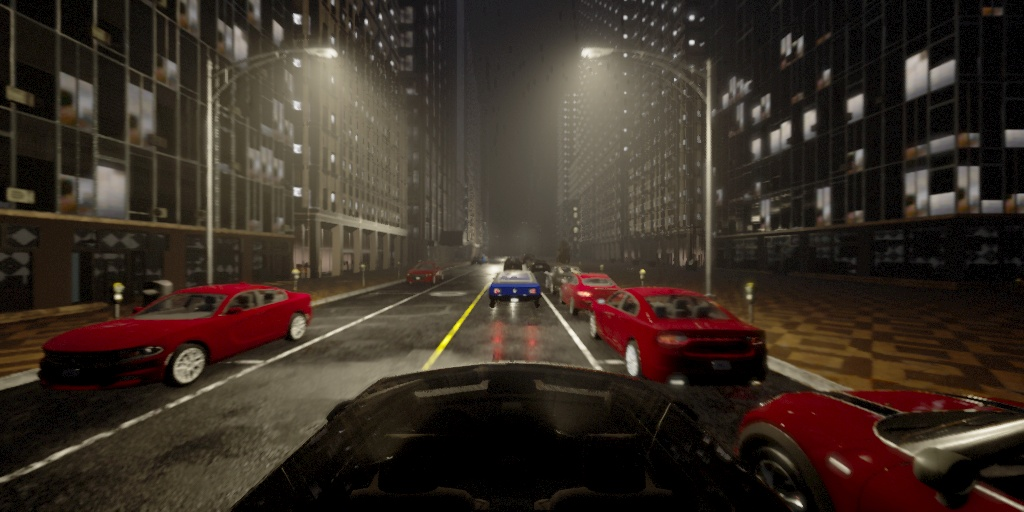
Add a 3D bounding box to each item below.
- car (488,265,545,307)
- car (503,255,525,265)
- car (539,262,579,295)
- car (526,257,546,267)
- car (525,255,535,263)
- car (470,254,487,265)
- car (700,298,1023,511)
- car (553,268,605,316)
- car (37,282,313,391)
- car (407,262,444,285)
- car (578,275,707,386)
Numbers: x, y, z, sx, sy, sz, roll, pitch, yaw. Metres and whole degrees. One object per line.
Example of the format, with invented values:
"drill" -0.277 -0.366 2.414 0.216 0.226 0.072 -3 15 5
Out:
"car" 0.097 1.227 14.656 1.895 1.301 4.718 0 1 0
"car" 0.094 0.885 37.859 1.882 1.535 5.008 0 1 0
"car" 2.688 1.142 18.226 2.007 1.370 4.403 0 0 0
"car" 2.685 0.997 35.291 1.948 1.339 4.313 0 0 0
"car" 2.682 0.851 46.839 1.751 1.417 4.829 0 0 0
"car" -5.700 0.772 58.069 2.007 1.370 4.403 0 0 0
"car" 2.691 1.195 1.159 1.967 1.591 4.097 0 0 0
"car" 2.689 1.228 12.538 1.802 1.307 4.207 0 0 0
"car" -5.691 1.246 6.869 1.888 1.381 4.507 0 0 0
"car" -5.694 1.084 23.936 1.888 1.381 4.507 0 0 0
"car" 2.690 1.245 6.849 1.888 1.381 4.507 0 0 0
